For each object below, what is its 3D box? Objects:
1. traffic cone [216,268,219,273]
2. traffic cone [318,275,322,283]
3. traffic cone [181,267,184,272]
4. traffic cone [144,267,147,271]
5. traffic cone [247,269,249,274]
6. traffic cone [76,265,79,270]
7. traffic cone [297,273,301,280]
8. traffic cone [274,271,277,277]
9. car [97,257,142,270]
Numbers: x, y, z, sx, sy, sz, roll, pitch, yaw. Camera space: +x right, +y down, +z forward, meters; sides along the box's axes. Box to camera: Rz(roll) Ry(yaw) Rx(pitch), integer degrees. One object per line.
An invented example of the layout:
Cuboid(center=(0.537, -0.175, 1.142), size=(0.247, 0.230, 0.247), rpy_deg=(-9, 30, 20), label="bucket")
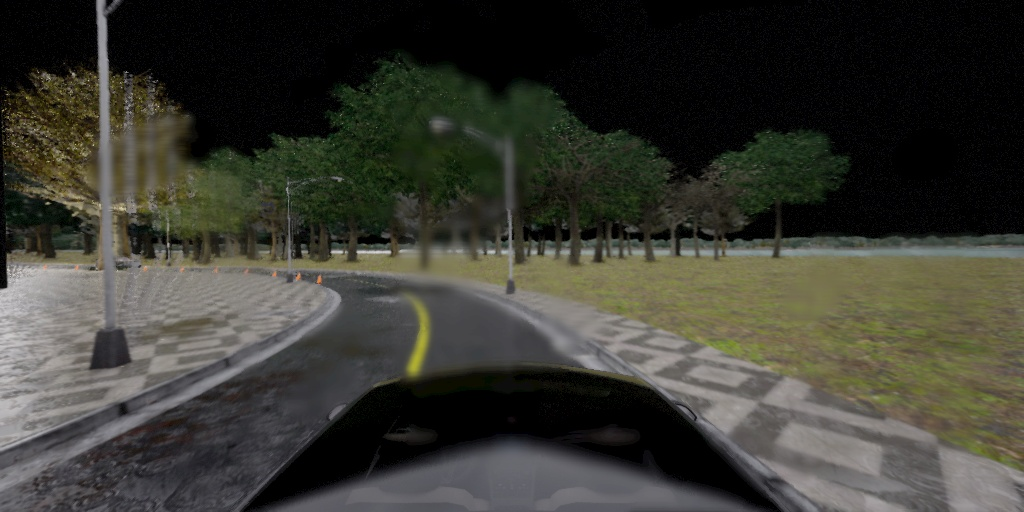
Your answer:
Cuboid(center=(-29.717, 1.491, 36.163), size=(0.340, 0.580, 0.340), rpy_deg=(0, 0, 18), label="traffic cone")
Cuboid(center=(-14.120, 1.700, 26.327), size=(0.340, 0.580, 0.340), rpy_deg=(0, 0, -43), label="traffic cone")
Cuboid(center=(-34.289, 1.456, 37.322), size=(0.340, 0.580, 0.340), rpy_deg=(0, 0, 12), label="traffic cone")
Cuboid(center=(-39.183, 1.420, 38.346), size=(0.340, 0.580, 0.340), rpy_deg=(0, 0, 12), label="traffic cone")
Cuboid(center=(-25.381, 1.532, 34.465), size=(0.340, 0.580, 0.340), rpy_deg=(0, 0, 25), label="traffic cone")
Cuboid(center=(-48.973, 1.332, 40.391), size=(0.340, 0.580, 0.340), rpy_deg=(0, 0, 12), label="traffic cone")
Cuboid(center=(-17.519, 1.641, 29.507), size=(0.340, 0.580, 0.340), rpy_deg=(0, 0, 40), label="traffic cone")
Cuboid(center=(-21.294, 1.581, 32.234), size=(0.340, 0.580, 0.340), rpy_deg=(0, 0, 32), label="traffic cone")
Cuboid(center=(-45.958, 0.863, 41.994), size=(4.902, 1.511, 2.128), rpy_deg=(1, 1, 12), label="car")
